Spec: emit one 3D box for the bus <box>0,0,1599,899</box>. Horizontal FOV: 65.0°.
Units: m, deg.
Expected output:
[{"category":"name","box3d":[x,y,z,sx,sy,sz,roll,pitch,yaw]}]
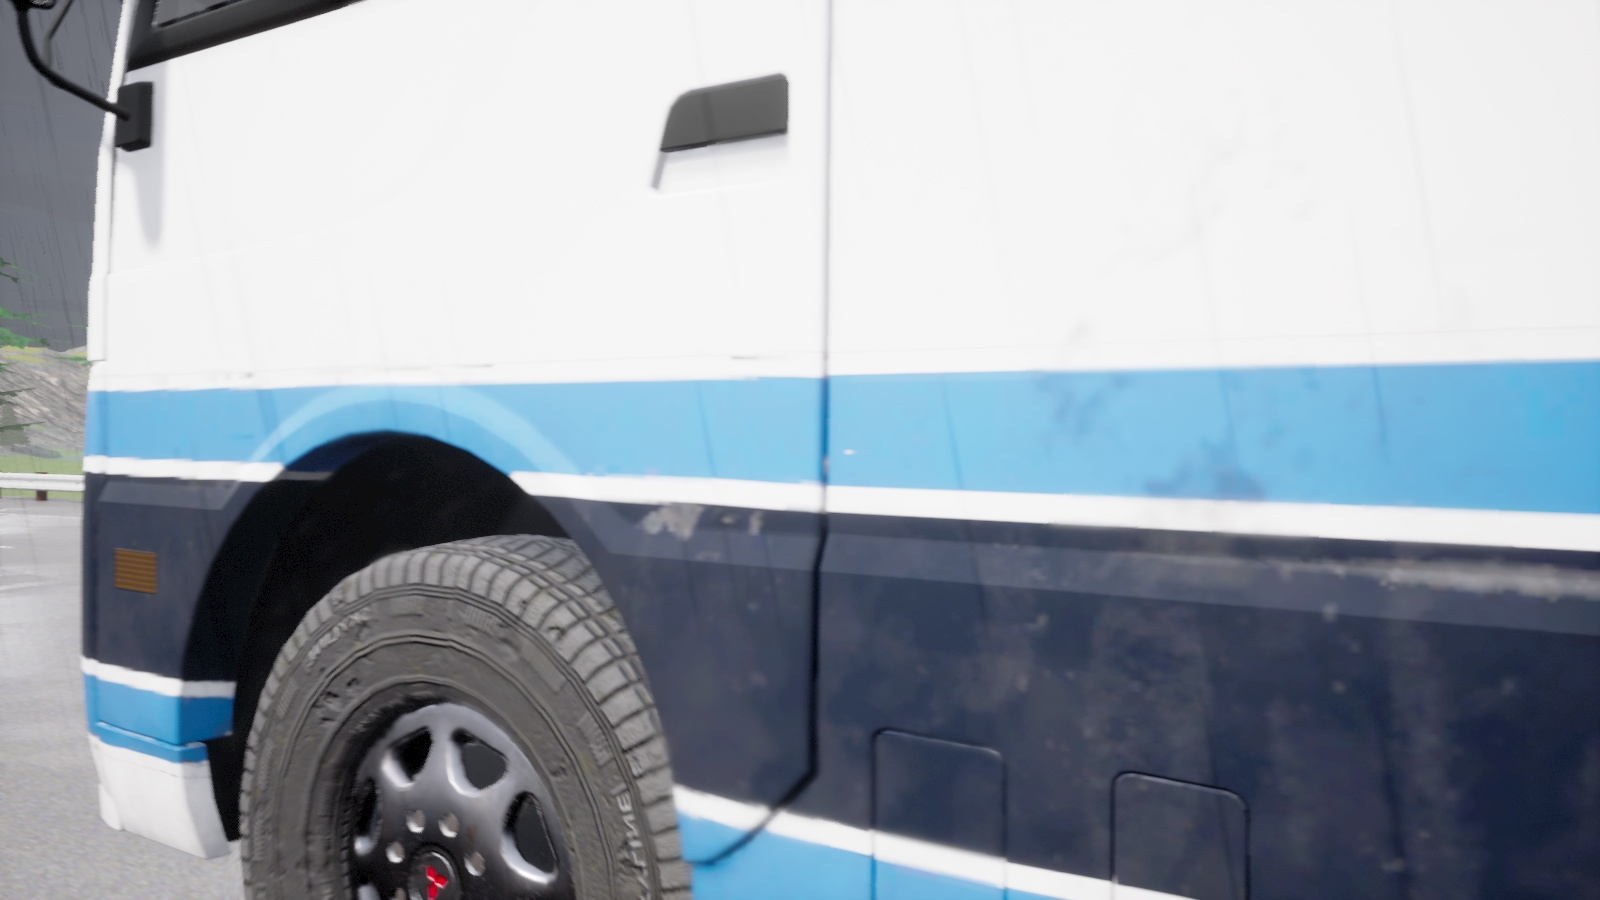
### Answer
[{"category":"bus","box3d":[2.521,-0.696,1.954,10.273,4.253,3.944,0,1,34]}]
